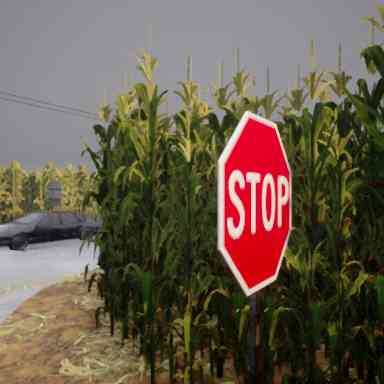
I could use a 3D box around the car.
[{"bbox_3d":[-6.199,1.527,14.314,2.033,1.411,5.357,0,0,36],"label":"car"}]
